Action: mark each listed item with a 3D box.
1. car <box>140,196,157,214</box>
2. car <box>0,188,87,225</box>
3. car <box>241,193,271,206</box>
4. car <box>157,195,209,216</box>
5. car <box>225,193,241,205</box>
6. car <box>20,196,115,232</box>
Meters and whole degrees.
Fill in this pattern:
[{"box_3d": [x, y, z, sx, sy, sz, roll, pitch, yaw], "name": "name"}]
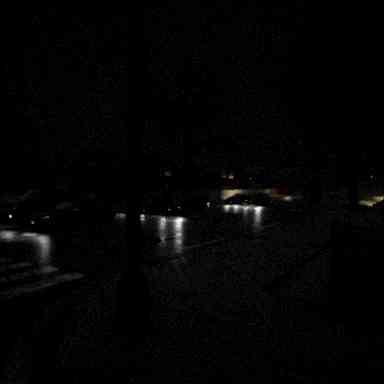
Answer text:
[{"box_3d": [-3.338, 1.074, 28.122, 1.994, 1.385, 4.181, 1, 1, 32], "name": "car"}, {"box_3d": [-8.668, 0.802, 19.741, 2.150, 2.045, 5.566, 1, 1, 35], "name": "car"}, {"box_3d": [7.966, 0.869, 39.708, 1.837, 1.490, 4.892, 1, 1, 33], "name": "car"}, {"box_3d": [-0.373, 1.054, 26.714, 1.837, 1.490, 4.892, 1, 1, 33], "name": "car"}, {"box_3d": [6.183, 0.843, 42.935, 2.033, 1.411, 5.357, 1, 1, 33], "name": "car"}, {"box_3d": [-6.195, 1.150, 17.601, 1.812, 1.442, 4.674, 1, 1, 34], "name": "car"}]
